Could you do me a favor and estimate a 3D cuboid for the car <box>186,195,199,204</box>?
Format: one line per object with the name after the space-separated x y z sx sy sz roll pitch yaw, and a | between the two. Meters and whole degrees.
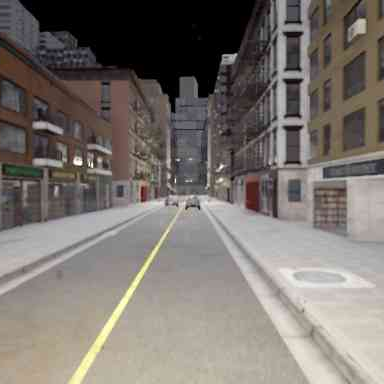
0.115 1.260 59.198 2.128 1.511 4.902 0 0 0 | car

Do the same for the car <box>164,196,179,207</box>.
-2.774 1.316 46.057 2.128 1.511 4.902 0 0 1 | car

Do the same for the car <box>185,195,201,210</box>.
0.115 1.390 41.171 2.033 1.411 5.357 0 0 0 | car
